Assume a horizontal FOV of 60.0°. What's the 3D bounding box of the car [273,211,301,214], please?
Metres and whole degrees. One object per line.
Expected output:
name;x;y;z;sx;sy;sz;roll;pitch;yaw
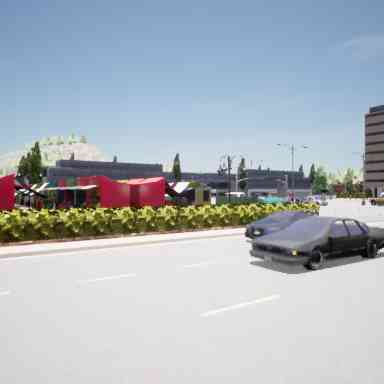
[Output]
car;4.434;1.564;15.310;4.181;1.385;1.994;0;0;-34

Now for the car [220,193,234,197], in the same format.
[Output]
car;7.927;1.211;82.747;1.905;1.878;3.866;0;0;-33

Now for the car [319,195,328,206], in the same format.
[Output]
car;18.691;1.451;50.861;1.970;1.475;3.806;0;0;-33

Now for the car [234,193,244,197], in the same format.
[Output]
car;10.378;1.209;84.288;1.932;1.855;4.605;0;0;-33

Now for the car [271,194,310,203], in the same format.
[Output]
car;14.052;1.209;47.762;1.932;1.855;4.605;0;0;-33

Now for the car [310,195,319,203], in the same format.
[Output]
car;16.269;1.419;49.275;1.784;1.438;3.905;0;0;-33

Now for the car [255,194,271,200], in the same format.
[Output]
car;15.238;1.451;66.654;1.970;1.475;3.806;0;0;-33

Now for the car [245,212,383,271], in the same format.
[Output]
car;4.409;1.548;11.097;5.357;1.411;2.033;0;0;-34
